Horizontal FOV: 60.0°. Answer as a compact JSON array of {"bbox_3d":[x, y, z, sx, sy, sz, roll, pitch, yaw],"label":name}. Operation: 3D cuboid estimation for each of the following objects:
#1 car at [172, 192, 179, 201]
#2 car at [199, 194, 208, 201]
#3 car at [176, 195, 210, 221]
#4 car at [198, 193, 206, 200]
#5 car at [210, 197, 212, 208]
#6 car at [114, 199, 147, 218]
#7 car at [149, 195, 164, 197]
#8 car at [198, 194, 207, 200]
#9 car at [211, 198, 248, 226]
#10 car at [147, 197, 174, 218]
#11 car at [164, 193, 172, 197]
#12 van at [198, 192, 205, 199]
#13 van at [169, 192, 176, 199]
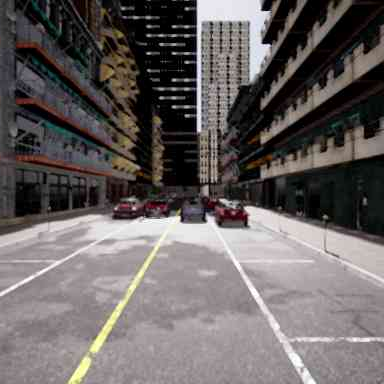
[{"bbox_3d":[-2.774,1.291,69.850,1.895,1.301,4.718,0,0,0],"label":"car"},{"bbox_3d":[2.544,1.241,73.639,1.887,1.381,4.507,0,0,0],"label":"car"},{"bbox_3d":[0.087,1.301,26.172,2.033,1.649,4.856,0,1,0],"label":"car"},{"bbox_3d":[2.540,1.110,85.019,1.967,1.590,4.097,0,0,0],"label":"car"},{"bbox_3d":[2.556,1.395,39.503,1.802,1.307,4.206,0,0,0],"label":"car"},{"bbox_3d":[-5.319,1.302,28.112,1.967,1.590,4.097,0,0,0],"label":"car"},{"bbox_3d":[-5.325,1.231,45.182,1.967,1.590,4.097,0,0,0],"label":"car"},{"bbox_3d":[2.542,1.227,79.329,1.887,1.381,4.507,0,0,0],"label":"car"},{"bbox_3d":[2.564,1.327,22.433,1.967,1.590,4.097,0,0,0],"label":"car"},{"bbox_3d":[-2.846,1.385,28.666,1.812,1.442,4.674,0,0,0],"label":"car"},{"bbox_3d":[-5.332,1.295,62.252,1.947,1.339,4.313,0,0,0],"label":"car"},{"bbox_3d":[2.539,1.001,90.709,1.690,1.788,3.998,0,0,0],"label":"van"},{"bbox_3d":[-5.342,1.001,90.700,1.690,1.788,3.998,0,0,0],"label":"van"}]
